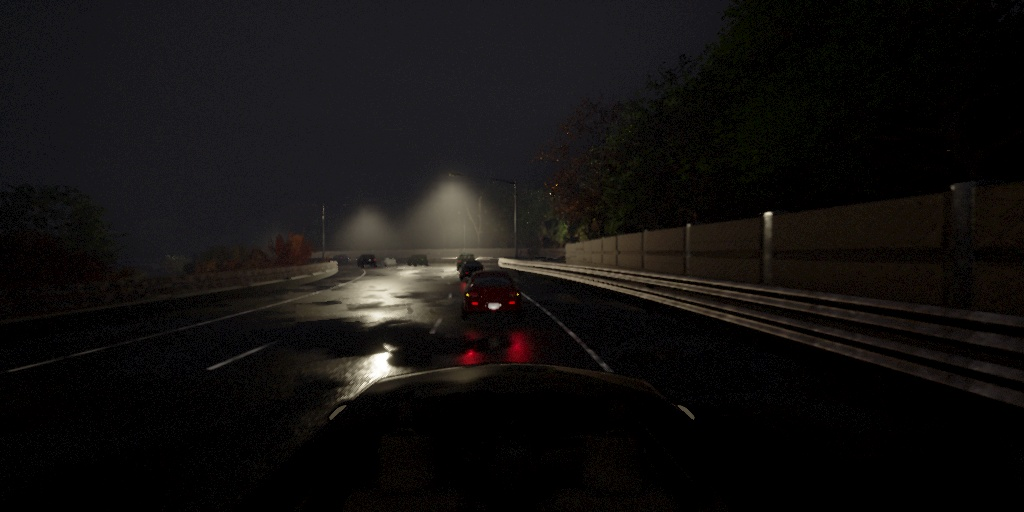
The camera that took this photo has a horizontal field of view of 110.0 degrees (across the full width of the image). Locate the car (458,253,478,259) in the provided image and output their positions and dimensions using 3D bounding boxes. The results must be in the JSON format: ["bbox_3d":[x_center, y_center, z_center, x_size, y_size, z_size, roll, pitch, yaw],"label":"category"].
[{"bbox_3d":[-5.292,0.724,42.646,2.150,2.045,5.566,-1,0,-4],"label":"car"}]

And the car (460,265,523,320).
[{"bbox_3d":[-0.726,1.208,12.266,1.812,1.442,4.674,0,0,-5],"label":"car"}]

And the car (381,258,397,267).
[{"bbox_3d":[-20.280,1.029,58.997,1.812,1.442,4.674,-1,0,-31],"label":"car"}]

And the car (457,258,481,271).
[{"bbox_3d":[-3.143,1.113,28.305,1.812,1.442,4.674,-1,0,-10],"label":"car"}]

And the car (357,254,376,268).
[{"bbox_3d":[-23.120,0.760,57.015,2.150,2.045,5.566,-1,0,-32],"label":"car"}]

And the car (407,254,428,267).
[{"bbox_3d":[-15.058,0.697,57.172,2.150,2.045,5.566,0,0,-30],"label":"car"}]
